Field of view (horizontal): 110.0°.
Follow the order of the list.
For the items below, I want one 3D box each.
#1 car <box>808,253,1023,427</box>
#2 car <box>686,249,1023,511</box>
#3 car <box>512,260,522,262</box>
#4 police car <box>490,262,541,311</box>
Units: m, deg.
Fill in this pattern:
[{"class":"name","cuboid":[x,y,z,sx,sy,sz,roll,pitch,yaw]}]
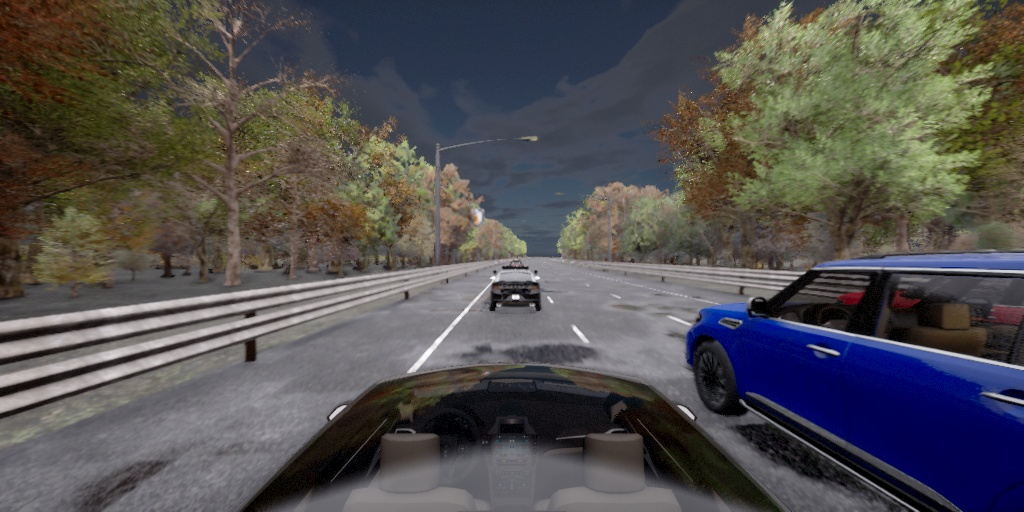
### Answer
[{"class":"car","cuboid":[7.100,0.987,4.523,2.150,2.045,5.566,0,0,0]},{"class":"car","cuboid":[3.598,0.979,2.840,2.150,2.045,5.566,0,0,0]},{"class":"car","cuboid":[0.578,1.339,46.633,2.033,1.649,4.856,0,0,1]},{"class":"police car","cuboid":[0.144,1.222,15.010,1.930,1.638,5.238,0,0,0]}]
